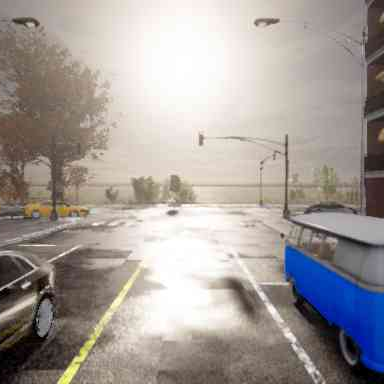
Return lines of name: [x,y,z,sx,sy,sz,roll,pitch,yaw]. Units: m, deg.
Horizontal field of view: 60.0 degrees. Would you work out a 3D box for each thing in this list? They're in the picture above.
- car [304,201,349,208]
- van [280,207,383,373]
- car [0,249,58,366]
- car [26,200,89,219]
car: [11.598,1.439,27.989,4.181,1.385,1.994,0,1,0]
van: [2.678,1.307,5.354,1.690,1.788,3.998,-1,0,0]
car: [-3.093,1.483,3.560,1.837,1.490,4.892,0,0,0]
car: [-11.174,1.427,27.856,5.008,1.535,1.882,1,1,-1]
